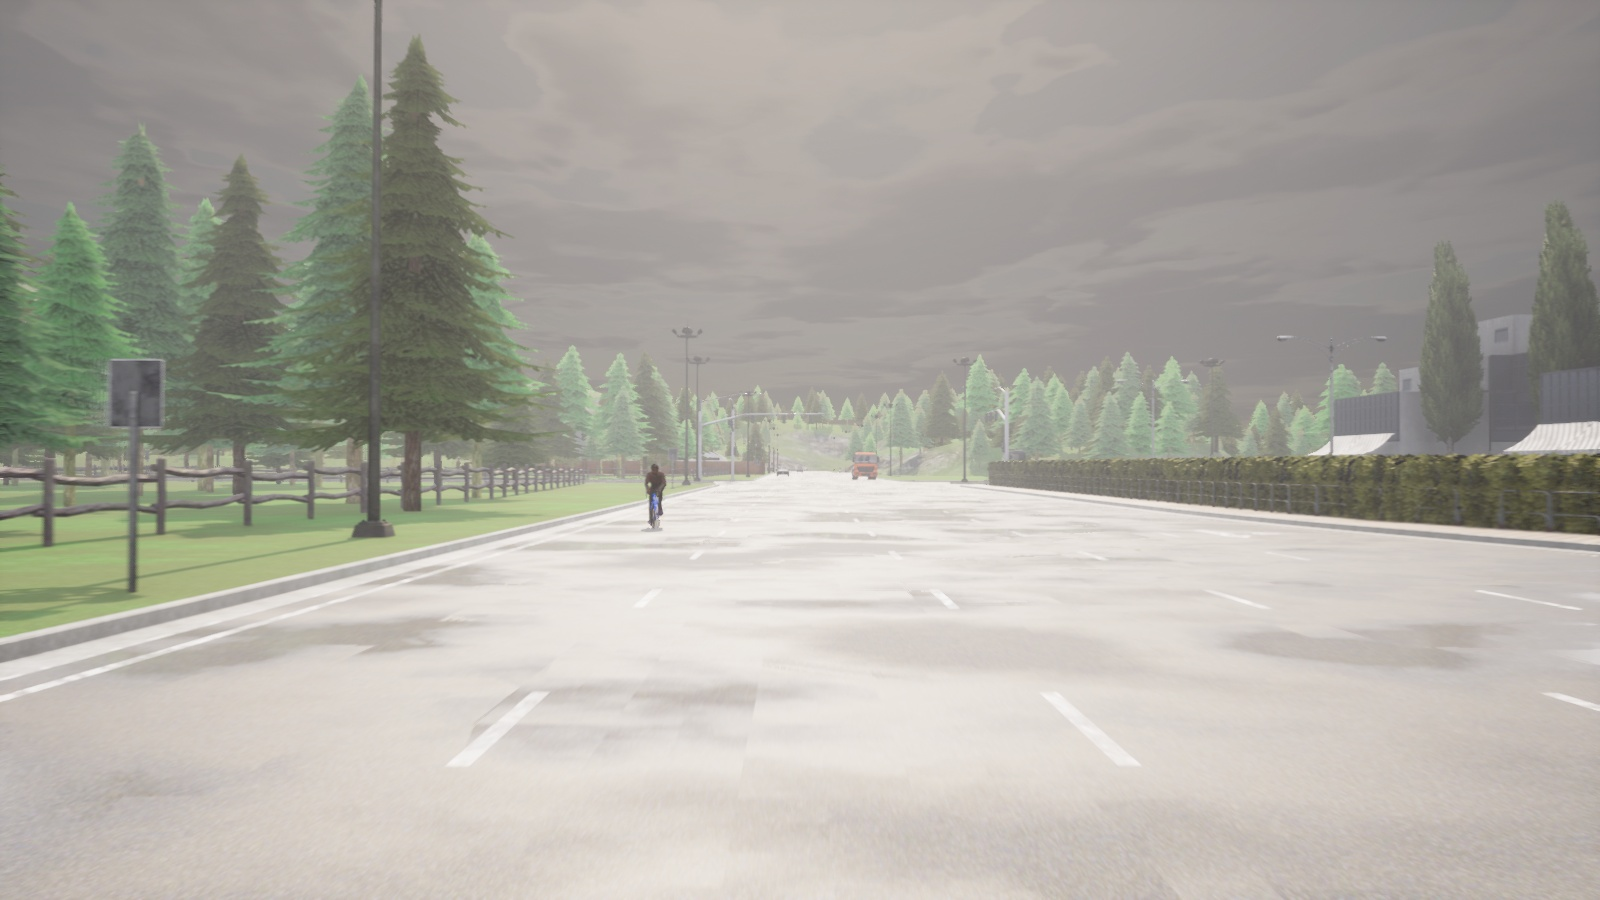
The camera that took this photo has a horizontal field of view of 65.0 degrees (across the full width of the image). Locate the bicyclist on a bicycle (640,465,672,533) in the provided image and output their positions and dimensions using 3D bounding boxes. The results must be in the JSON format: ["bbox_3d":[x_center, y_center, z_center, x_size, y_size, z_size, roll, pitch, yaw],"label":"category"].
[{"bbox_3d":[-3.571,1.198,31.233,0.582,1.620,1.656,0,-1,0],"label":"bicyclist on a bicycle"}]
